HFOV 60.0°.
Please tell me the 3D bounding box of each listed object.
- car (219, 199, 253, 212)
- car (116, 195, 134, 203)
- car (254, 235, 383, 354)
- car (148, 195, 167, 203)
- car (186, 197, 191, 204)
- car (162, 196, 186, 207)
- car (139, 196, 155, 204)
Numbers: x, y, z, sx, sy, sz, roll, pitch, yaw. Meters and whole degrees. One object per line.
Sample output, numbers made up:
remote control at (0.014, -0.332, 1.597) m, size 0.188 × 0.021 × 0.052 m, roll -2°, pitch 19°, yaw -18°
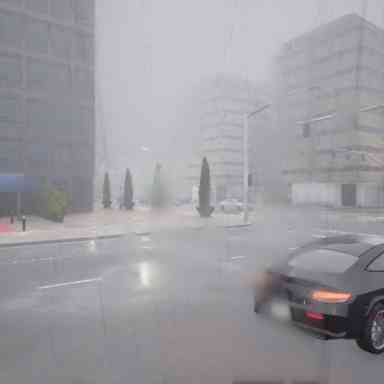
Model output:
car at (5.133, 1.526, 39.430) m, size 1.812 × 1.442 × 4.674 m, roll 0°, pitch 0°, yaw -35°
car at (-13.200, 1.418, 65.744) m, size 2.097 × 1.767 × 4.553 m, roll 0°, pitch 0°, yaw -35°
car at (3.149, 1.526, 6.066) m, size 4.674 × 1.442 × 1.812 m, roll 0°, pitch 0°, yaw -35°
car at (-7.344, 1.503, 69.697) m, size 1.837 × 1.490 × 4.892 m, roll 0°, pitch 0°, yaw -35°
car at (-2.060, 1.526, 62.221) m, size 1.812 × 1.442 × 4.674 m, roll 0°, pitch 0°, yaw -35°
car at (-3.437, 1.601, 51.657) m, size 1.895 × 1.301 × 4.718 m, roll 0°, pitch 0°, yaw -35°
car at (-8.788, 1.564, 65.722) m, size 1.994 × 1.385 × 4.181 m, roll 0°, pitch 0°, yaw -35°
